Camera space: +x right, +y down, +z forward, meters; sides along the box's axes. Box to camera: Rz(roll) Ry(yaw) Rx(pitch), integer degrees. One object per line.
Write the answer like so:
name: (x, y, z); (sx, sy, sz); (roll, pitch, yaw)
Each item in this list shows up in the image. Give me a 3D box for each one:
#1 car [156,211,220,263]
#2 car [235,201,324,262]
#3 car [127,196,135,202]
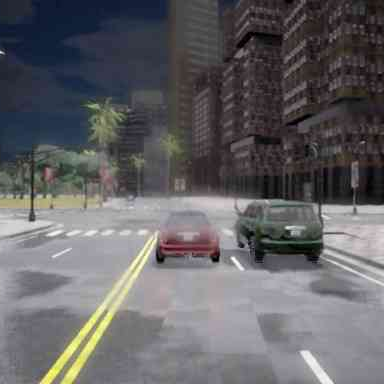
car: (-0.176, 1.475, 12.587); (2.097, 1.767, 4.553); (0, 0, -2)
car: (3.071, 1.348, 12.769); (2.150, 2.045, 5.566); (0, 0, -2)
car: (-14.703, 1.670, 79.974); (1.812, 1.442, 4.674); (0, 0, -11)
